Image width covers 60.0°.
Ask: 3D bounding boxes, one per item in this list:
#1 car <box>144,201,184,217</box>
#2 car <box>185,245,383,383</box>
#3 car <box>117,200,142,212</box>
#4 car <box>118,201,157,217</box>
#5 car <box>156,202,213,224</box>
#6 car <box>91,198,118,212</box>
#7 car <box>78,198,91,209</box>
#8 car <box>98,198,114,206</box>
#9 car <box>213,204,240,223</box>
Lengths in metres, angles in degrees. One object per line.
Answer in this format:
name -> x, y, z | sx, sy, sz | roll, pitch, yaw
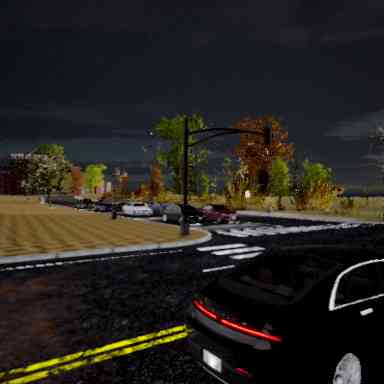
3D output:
car -> -3.171, 1.808, 36.297 | 2.033, 1.411, 5.357 | 1, 0, -33
car -> 2.208, 1.557, 4.912 | 4.892, 1.490, 1.837 | 1, 0, -35
car -> -8.491, 1.843, 44.737 | 1.994, 1.385, 4.181 | 1, 0, -31
car -> -5.648, 1.758, 34.142 | 1.812, 1.442, 4.674 | 1, 0, -32
car -> -0.697, 1.719, 26.447 | 1.837, 1.490, 4.892 | 1, 0, -33
car -> -10.994, 1.815, 42.571 | 1.994, 1.385, 4.181 | 1, 0, -33
car -> -16.207, 1.774, 51.141 | 1.837, 1.490, 4.892 | 1, 0, -31
car -> -17.098, 1.909, 65.730 | 1.994, 1.385, 4.181 | 1, 0, -30
car -> 2.073, 1.766, 28.134 | 1.812, 1.442, 4.674 | 1, 0, -31
